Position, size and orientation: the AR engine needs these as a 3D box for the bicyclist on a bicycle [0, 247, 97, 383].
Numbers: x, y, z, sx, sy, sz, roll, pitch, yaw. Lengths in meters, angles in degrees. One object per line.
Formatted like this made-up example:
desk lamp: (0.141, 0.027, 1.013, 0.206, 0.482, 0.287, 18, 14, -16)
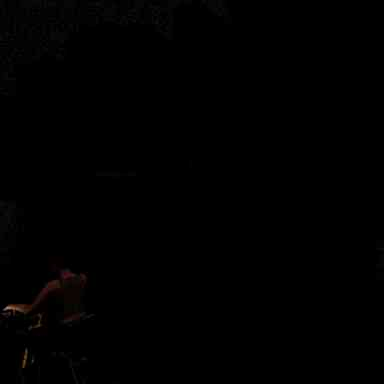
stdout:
bicyclist on a bicycle: (-1.379, 1.345, 3.338, 1.509, 1.612, 0.866, 2, 1, 36)
